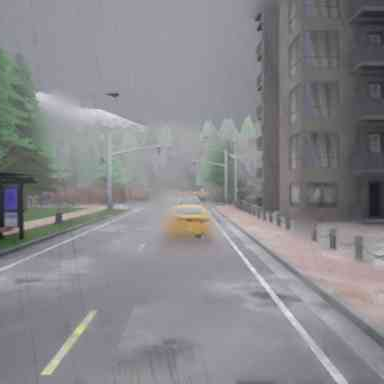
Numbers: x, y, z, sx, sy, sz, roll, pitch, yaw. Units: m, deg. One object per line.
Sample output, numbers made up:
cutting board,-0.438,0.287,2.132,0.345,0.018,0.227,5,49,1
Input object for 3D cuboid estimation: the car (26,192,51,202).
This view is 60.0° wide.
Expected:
car,-25.584,0.659,56.173,1.932,1.855,4.605,0,1,-2

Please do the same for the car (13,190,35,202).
car,-28.084,0.681,55.701,1.905,1.878,3.866,0,1,-2

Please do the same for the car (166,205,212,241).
car,-0.143,1.332,15.516,1.882,1.535,5.008,0,0,-1
